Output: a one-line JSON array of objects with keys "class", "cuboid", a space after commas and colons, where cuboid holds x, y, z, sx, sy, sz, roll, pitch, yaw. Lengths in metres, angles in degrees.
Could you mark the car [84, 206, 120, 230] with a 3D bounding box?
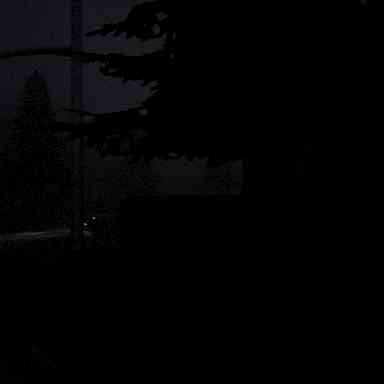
[{"class": "car", "cuboid": [-4.994, 1.586, 21.389, 1.895, 1.301, 4.718, 0, 0, 36]}]
